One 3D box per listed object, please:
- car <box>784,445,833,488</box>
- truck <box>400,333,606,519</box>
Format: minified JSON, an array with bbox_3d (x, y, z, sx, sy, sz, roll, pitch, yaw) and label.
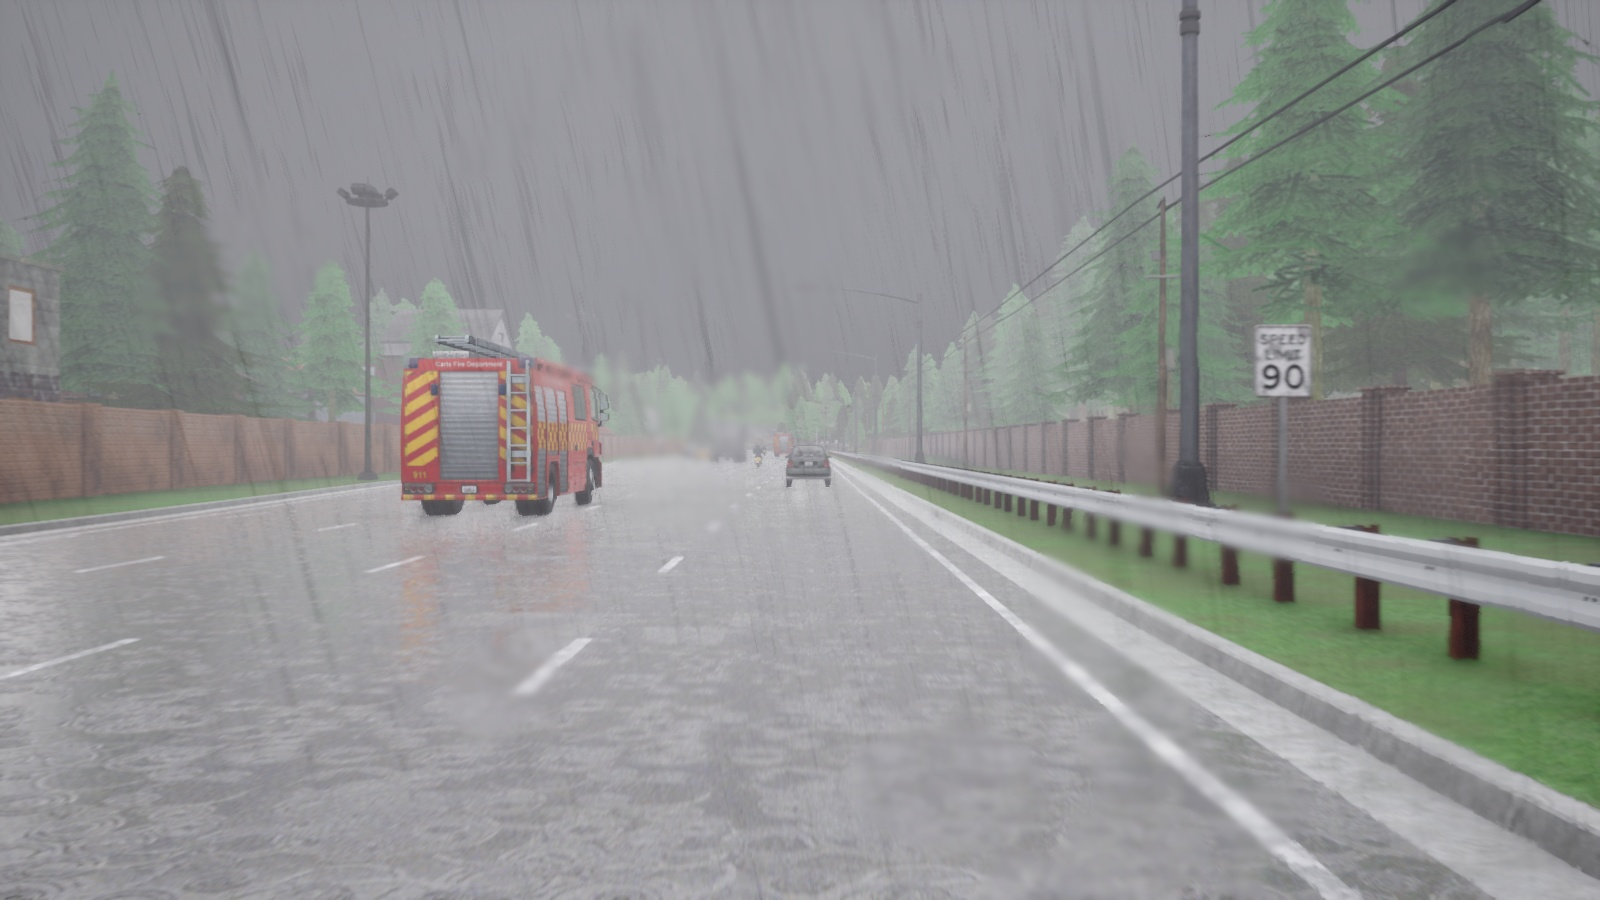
[{"bbox_3d":[0.311,0.588,47.636,1.789,1.549,3.705,0,0,0],"label":"car"},{"bbox_3d":[-6.797,-0.511,30.178,2.891,3.827,8.468,0,0,0],"label":"truck"}]
